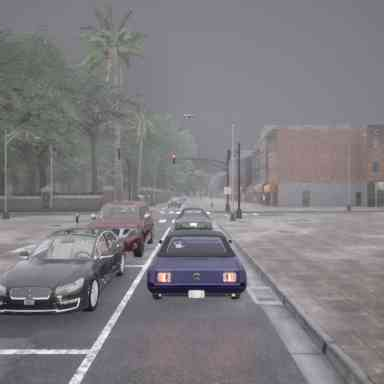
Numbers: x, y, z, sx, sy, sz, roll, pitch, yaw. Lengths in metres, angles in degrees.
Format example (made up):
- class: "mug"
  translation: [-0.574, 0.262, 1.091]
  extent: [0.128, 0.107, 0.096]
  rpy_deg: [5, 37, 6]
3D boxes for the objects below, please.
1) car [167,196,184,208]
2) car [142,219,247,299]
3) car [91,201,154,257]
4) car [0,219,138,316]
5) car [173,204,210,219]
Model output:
- class: "car"
  translation: [-2.724, 1.542, 51.201]
  extent: [1.967, 1.590, 4.097]
  rpy_deg: [0, 0, 0]
- class: "car"
  translation: [0.086, 1.601, 8.372]
  extent: [1.895, 1.301, 4.718]
  rpy_deg: [0, 0, 0]
- class: "car"
  translation: [-2.660, 1.318, 13.052]
  extent: [2.192, 1.841, 5.009]
  rpy_deg: [0, 0, 0]
- class: "car"
  translation: [-2.650, 1.551, 7.588]
  extent: [2.008, 1.369, 4.403]
  rpy_deg: [0, 0, 0]
- class: "car"
  translation: [0.065, 1.573, 18.415]
  extent: [1.994, 1.385, 4.181]
  rpy_deg: [0, 0, 0]
